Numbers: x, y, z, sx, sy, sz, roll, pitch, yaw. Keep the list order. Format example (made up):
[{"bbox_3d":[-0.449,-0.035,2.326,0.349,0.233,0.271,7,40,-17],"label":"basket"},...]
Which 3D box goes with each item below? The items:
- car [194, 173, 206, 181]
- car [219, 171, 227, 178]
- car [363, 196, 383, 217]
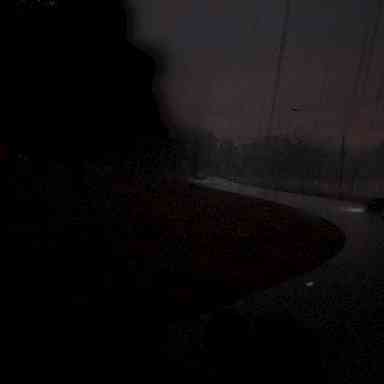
[{"bbox_3d":[1.707,-3.187,69.544,1.812,1.442,4.674,-2,5,-8],"label":"car"},{"bbox_3d":[7.826,-4.466,83.527,1.970,1.475,3.806,-1,3,5],"label":"car"},{"bbox_3d":[15.170,1.072,25.997,1.837,1.490,4.892,-1,3,5],"label":"car"}]
